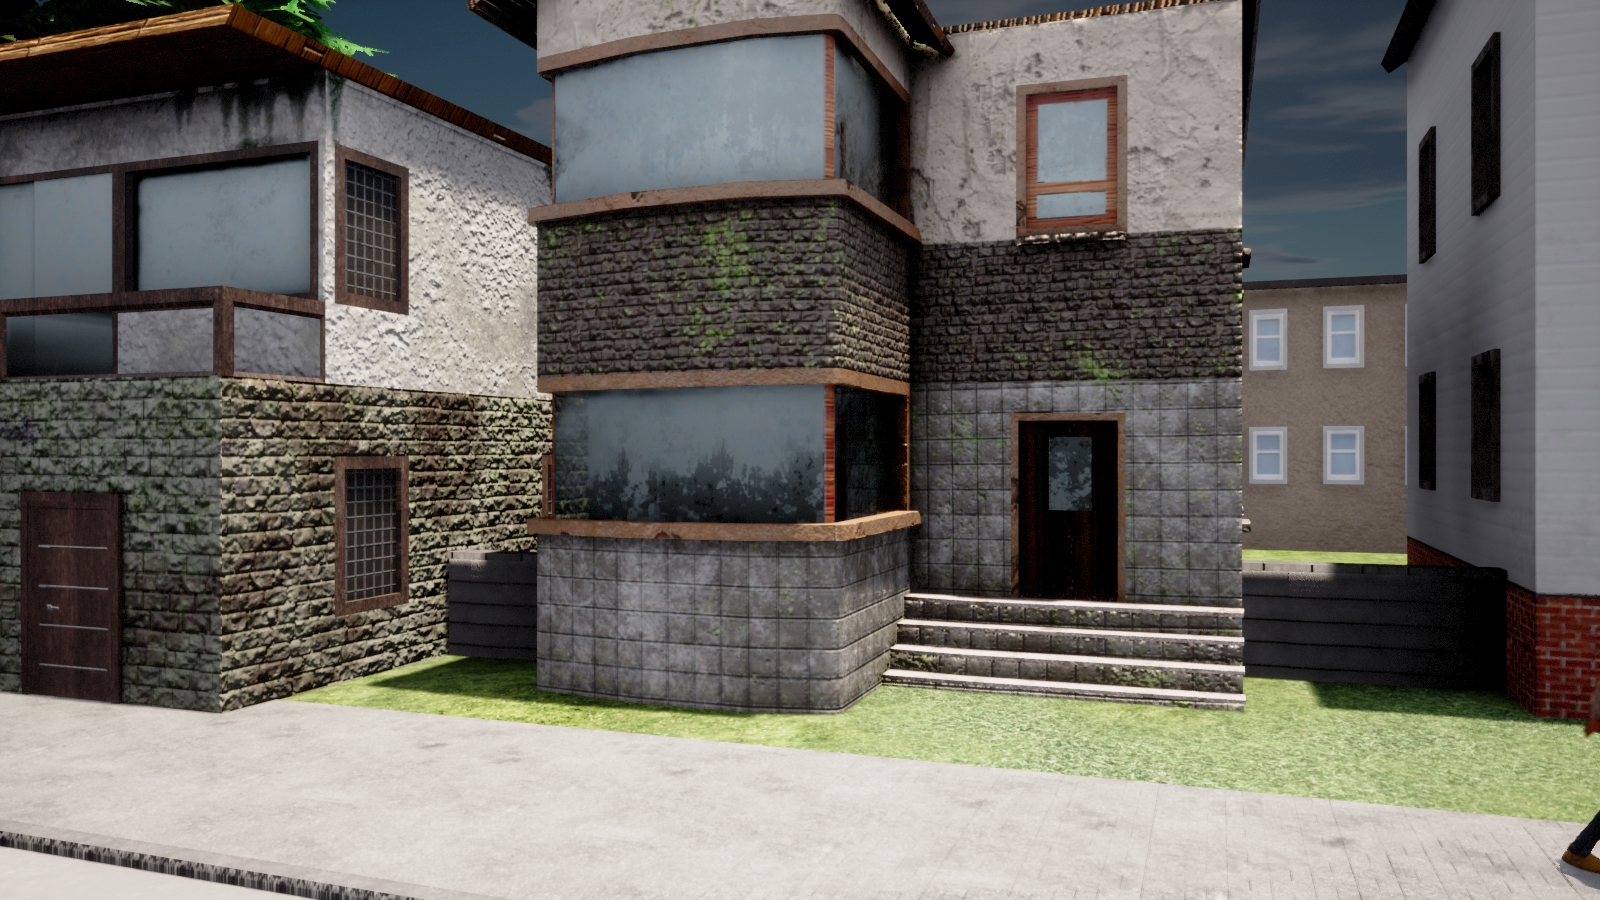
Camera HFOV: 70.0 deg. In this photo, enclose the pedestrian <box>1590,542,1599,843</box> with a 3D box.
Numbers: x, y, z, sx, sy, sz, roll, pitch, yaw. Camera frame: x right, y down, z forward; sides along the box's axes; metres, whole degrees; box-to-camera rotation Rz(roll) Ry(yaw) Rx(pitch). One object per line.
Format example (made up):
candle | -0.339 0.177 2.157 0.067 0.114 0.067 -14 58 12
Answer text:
pedestrian | 5.215 1.525 7.164 0.375 1.860 0.375 0 0 25
